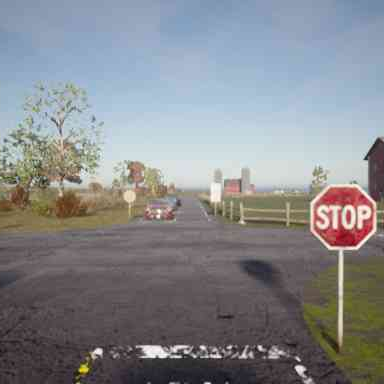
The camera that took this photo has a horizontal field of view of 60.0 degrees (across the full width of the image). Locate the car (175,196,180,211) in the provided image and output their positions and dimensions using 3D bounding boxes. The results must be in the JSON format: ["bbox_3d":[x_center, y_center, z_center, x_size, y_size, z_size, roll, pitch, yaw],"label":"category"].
[{"bbox_3d":[-2.809,1.487,39.513,1.812,1.442,4.674,0,0,0],"label":"car"}]

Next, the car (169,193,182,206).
[{"bbox_3d":[-2.785,1.173,50.931,2.150,2.045,5.566,0,0,0],"label":"car"}]

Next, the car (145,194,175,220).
[{"bbox_3d":[-2.665,1.325,27.550,2.097,1.767,4.553,0,0,-3],"label":"car"}]
